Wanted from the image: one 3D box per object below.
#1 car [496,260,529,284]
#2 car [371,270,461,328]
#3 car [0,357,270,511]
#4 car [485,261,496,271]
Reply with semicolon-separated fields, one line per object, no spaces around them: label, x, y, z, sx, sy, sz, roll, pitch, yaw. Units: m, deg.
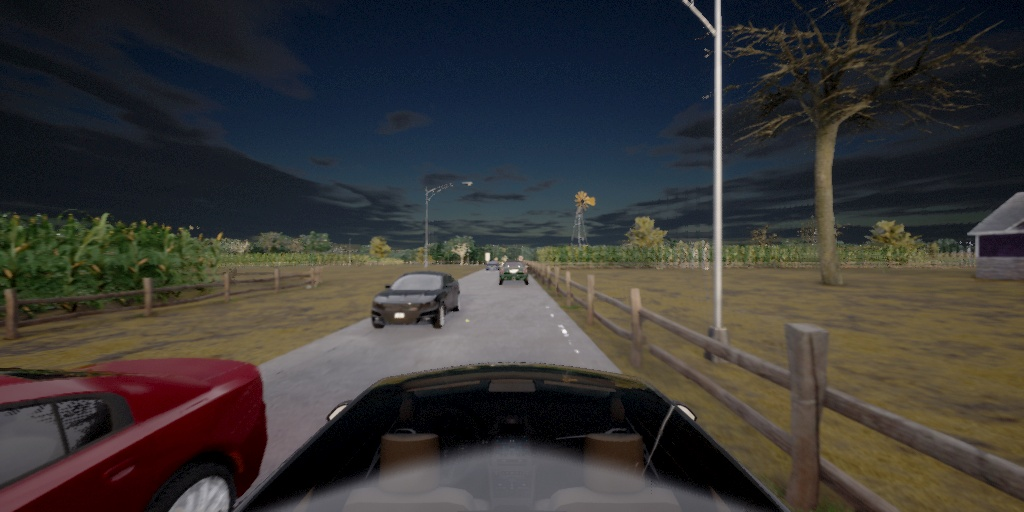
car;0.122;1.110;27.007;2.097;1.767;4.553;0;0;0
car;-2.834;1.225;11.537;1.882;1.535;5.008;0;0;0
car;-2.849;1.226;0.728;1.882;1.535;5.008;0;0;0
car;-2.706;1.408;51.355;2.033;1.411;5.357;0;0;0
